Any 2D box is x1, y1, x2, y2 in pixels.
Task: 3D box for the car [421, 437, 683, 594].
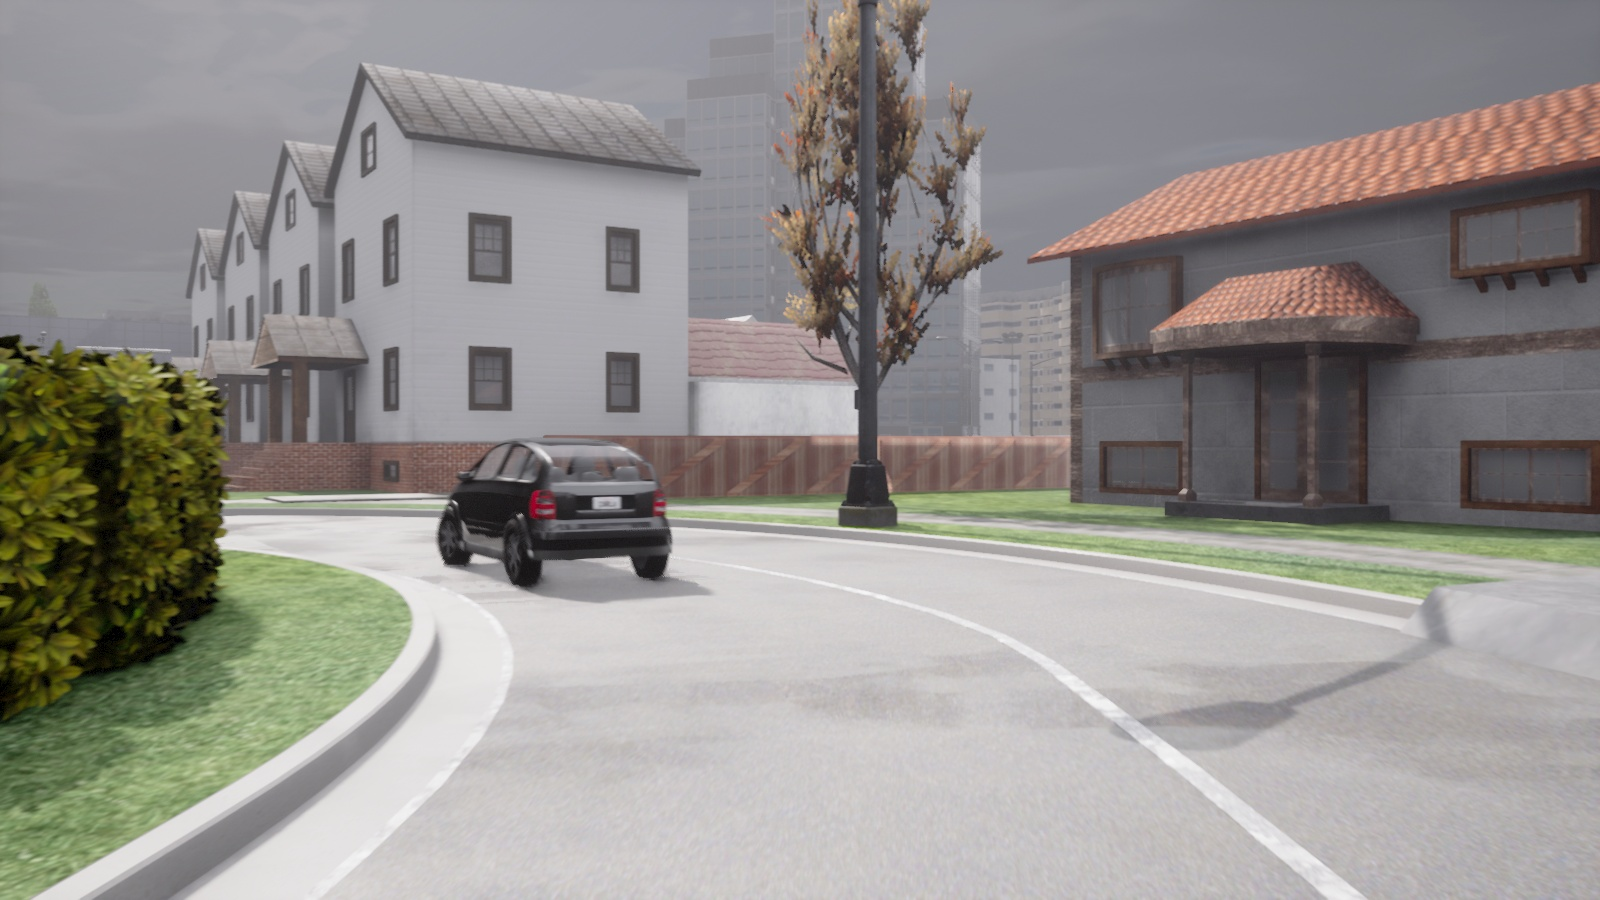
[{"bbox_3d":[-2.980,0.640,14.495,1.789,1.549,3.705,0,0,-31],"label":"car"}]
